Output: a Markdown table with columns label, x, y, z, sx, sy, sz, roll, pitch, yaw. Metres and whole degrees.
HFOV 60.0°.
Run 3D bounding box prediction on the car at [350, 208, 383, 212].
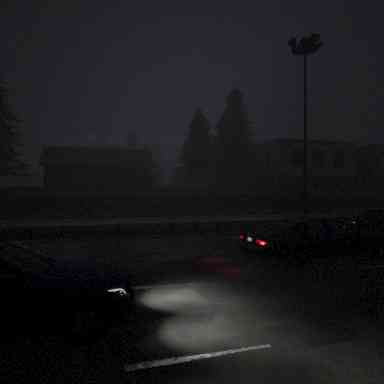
| label | x | y | z | sx | sy | sz | roll | pitch | yaw |
| --- | --- | --- | --- | --- | --- | --- | --- | --- | --- |
| car | 9.033 | 1.510 | 16.453 | 4.674 | 1.442 | 1.812 | 0 | 0 | -18 |

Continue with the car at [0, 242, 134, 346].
| label | x | y | z | sx | sy | sz | roll | pitch | yaw |
| --- | --- | --- | --- | --- | --- | --- | --- | --- | --- |
| car | -3.271 | 1.522 | 5.185 | 4.674 | 1.442 | 1.812 | 0 | 0 | -18 |

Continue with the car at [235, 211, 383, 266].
| label | x | y | z | sx | sy | sz | roll | pitch | yaw |
| --- | --- | --- | --- | --- | --- | --- | --- | --- | --- |
| car | 4.193 | 1.538 | 11.232 | 5.357 | 1.411 | 2.033 | 0 | 0 | -18 |
